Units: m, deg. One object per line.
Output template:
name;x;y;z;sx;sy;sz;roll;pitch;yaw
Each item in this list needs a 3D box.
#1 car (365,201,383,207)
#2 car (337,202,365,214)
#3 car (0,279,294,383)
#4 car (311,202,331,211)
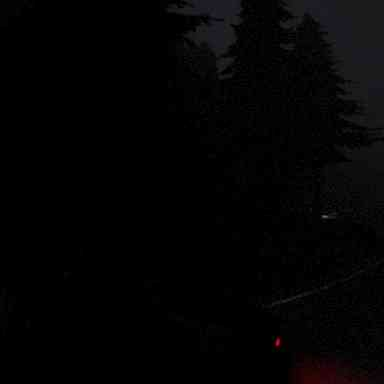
car;27.274;1.992;49.727;5.357;1.411;2.033;-2;2;-25
car;18.280;2.067;38.948;2.033;1.411;5.357;-3;-2;16
car;-1.510;1.547;2.558;5.357;1.411;2.033;0;0;-36
car;16.427;2.039;42.540;2.097;1.767;4.553;-2;-1;29
